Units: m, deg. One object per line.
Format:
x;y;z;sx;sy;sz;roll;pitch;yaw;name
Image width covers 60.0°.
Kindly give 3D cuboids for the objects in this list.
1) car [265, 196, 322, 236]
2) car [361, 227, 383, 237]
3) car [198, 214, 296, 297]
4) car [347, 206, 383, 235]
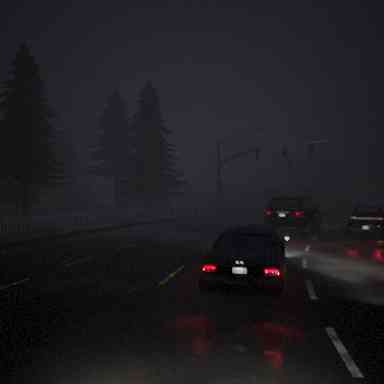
5.761;1.223;18.669;2.150;2.045;5.566;0;0;30;car
4.150;1.492;3.997;2.128;1.511;4.902;0;0;7;car
1.548;1.548;8.790;2.033;1.411;5.357;0;0;15;car
9.706;1.491;18.116;2.128;1.511;4.902;0;0;33;car
